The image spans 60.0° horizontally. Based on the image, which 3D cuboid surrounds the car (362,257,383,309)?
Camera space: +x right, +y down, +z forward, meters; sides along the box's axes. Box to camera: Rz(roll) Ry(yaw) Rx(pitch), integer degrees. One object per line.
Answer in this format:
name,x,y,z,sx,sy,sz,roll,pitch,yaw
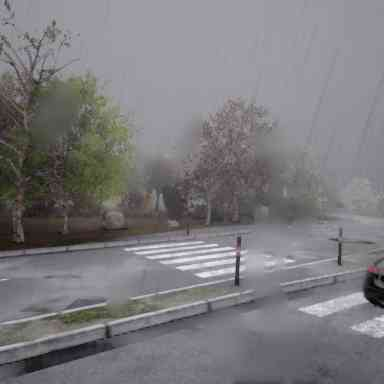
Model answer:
car,5.378,1.585,6.625,4.181,1.385,1.994,0,-1,-30
